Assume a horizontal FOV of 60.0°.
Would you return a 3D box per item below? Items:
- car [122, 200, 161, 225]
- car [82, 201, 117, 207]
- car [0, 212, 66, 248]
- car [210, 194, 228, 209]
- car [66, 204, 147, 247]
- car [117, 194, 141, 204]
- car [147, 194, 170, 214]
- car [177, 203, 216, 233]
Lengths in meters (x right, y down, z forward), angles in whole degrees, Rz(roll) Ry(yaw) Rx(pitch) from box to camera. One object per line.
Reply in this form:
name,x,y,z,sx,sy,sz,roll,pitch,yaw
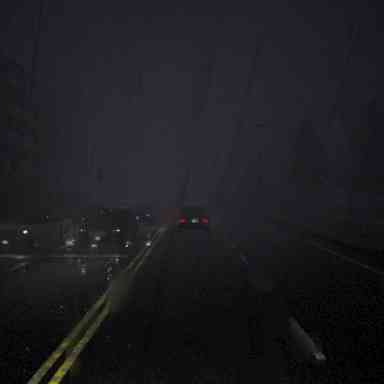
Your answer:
car,-3.594,1.535,24.238,1.812,1.442,4.674,0,0,0
car,-7.093,1.514,24.124,1.837,1.490,4.892,0,0,0
car,-7.095,1.607,14.864,1.895,1.301,4.718,0,0,0
car,3.609,1.241,44.778,2.150,2.045,5.566,0,0,3
car,-3.595,1.498,15.063,2.128,1.511,4.902,0,0,0
car,-7.046,1.230,37.279,2.150,2.045,5.566,0,1,2
car,-3.576,1.237,36.421,2.150,2.045,5.566,0,0,-1
car,0.095,1.555,19.787,2.033,1.411,5.357,0,0,0
